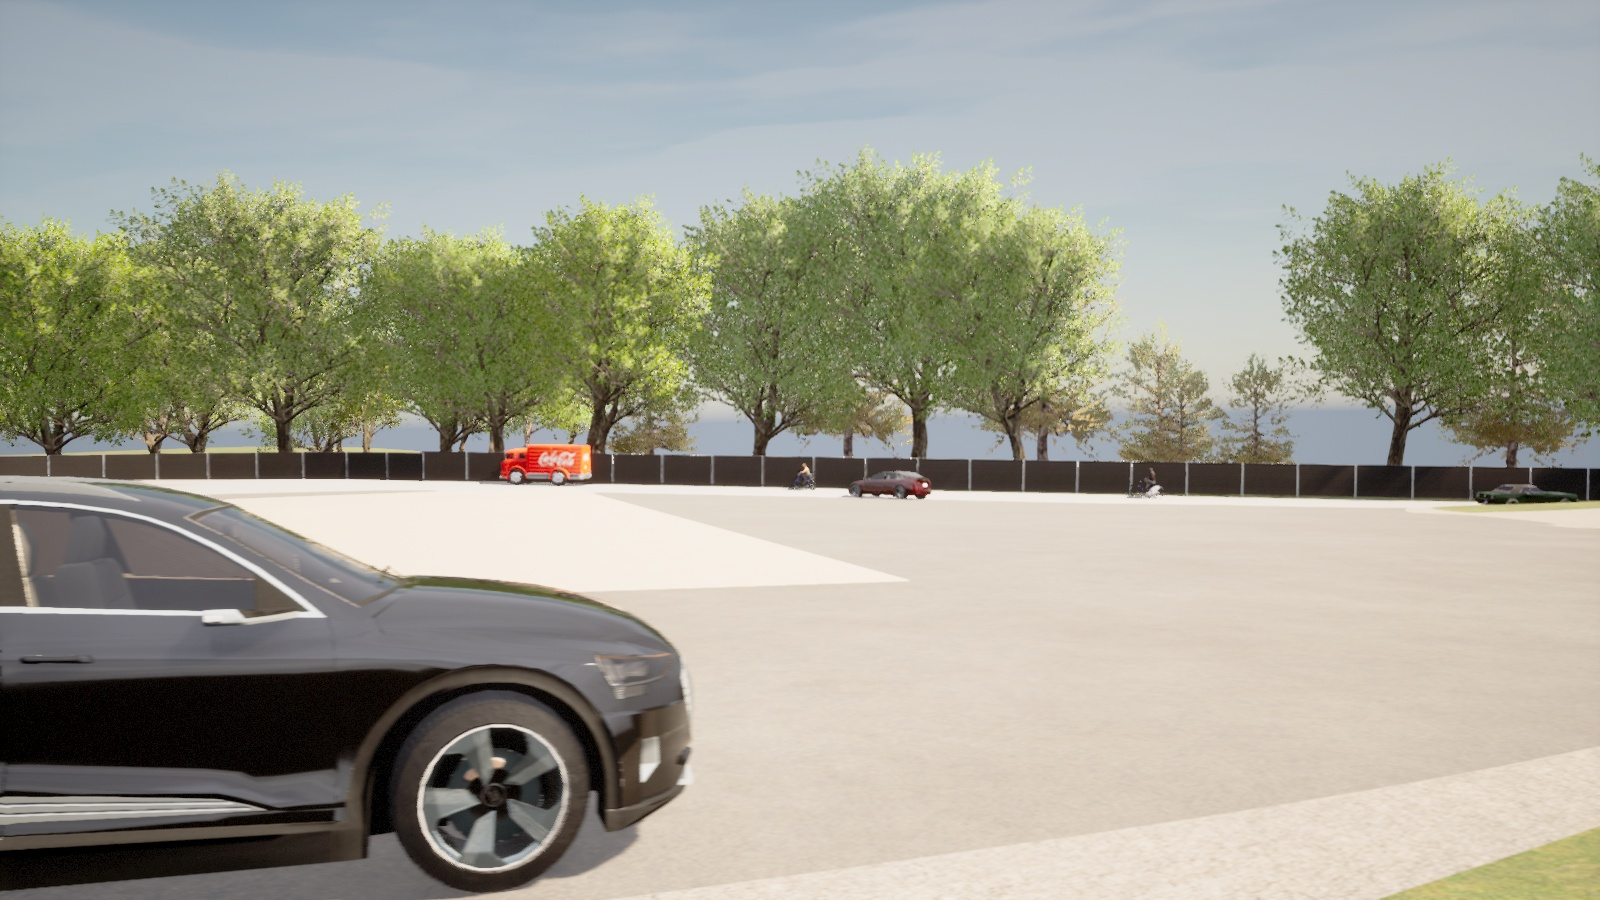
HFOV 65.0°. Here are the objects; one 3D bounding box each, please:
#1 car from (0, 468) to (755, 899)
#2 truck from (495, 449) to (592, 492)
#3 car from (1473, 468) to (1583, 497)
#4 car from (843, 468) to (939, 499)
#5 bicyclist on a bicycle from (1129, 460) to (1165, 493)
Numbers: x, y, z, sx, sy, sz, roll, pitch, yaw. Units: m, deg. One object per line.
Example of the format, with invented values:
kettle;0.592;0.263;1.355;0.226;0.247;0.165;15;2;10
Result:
car;-2.815;0.974;5.273;4.856;1.649;2.033;-1;-1;-17
truck;-15.594;1.247;76.614;5.204;2.467;2.627;0;2;5
car;37.962;1.671;65.507;4.718;1.301;1.895;-1;2;-4
car;4.860;1.777;67.642;4.792;1.488;2.163;0;0;41
bicyclist on a bicycle;19.438;1.474;70.417;1.843;1.776;0.659;0;2;7
